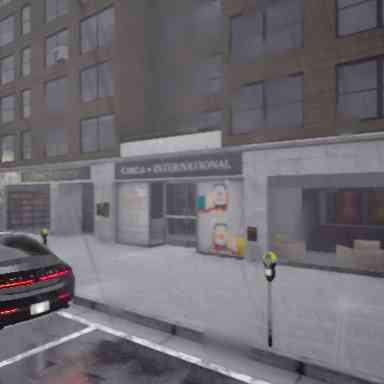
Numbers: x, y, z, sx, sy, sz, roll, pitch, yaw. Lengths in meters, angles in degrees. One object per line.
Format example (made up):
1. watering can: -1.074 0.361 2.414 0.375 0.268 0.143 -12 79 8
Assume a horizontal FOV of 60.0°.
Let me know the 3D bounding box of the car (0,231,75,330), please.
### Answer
1. car: -4.296 1.533 6.499 4.892 1.490 1.837 0 0 36
